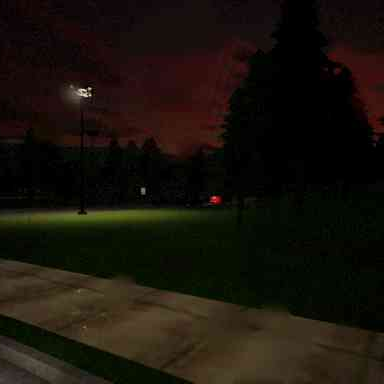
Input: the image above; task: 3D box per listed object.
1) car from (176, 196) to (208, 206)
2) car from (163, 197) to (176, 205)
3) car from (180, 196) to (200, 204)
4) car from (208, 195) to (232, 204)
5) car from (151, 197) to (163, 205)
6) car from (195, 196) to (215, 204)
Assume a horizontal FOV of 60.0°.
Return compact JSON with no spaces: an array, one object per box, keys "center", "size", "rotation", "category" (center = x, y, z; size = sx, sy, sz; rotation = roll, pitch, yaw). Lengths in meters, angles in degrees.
[{"center":[0.046,1.491,53.903],"size":[2.128,1.511,4.902],"rotation":[0,0,34],"category":"car"},{"center":[-2.395,1.564,56.553],"size":[1.994,1.385,4.181],"rotation":[0,0,34],"category":"car"},{"center":[-0.365,1.526,66.187],"size":[1.812,1.442,4.674],"rotation":[0,0,33],"category":"car"},{"center":[5.516,1.221,62.389],"size":[2.150,2.045,5.566],"rotation":[0,0,33],"category":"car"},{"center":[-5.325,1.564,58.468],"size":[1.994,1.385,4.181],"rotation":[0,0,34],"category":"car"},{"center":[2.567,1.526,64.275],"size":[1.812,1.442,4.674],"rotation":[0,0,33],"category":"car"}]
